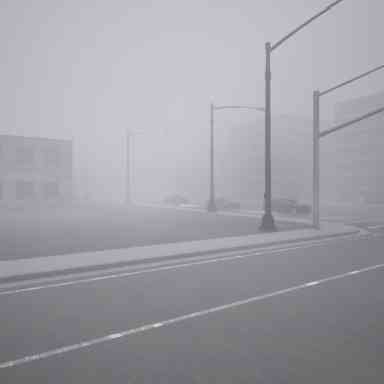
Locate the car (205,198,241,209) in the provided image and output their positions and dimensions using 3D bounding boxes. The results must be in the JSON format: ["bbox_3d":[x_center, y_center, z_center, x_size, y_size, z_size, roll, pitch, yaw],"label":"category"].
[{"bbox_3d":[3.682,1.330,39.792,1.895,1.301,4.718,0,1,-34],"label":"car"}]

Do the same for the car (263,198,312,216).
[{"bbox_3d":[9.063,1.345,31.978,1.882,1.535,5.008,0,1,-35],"label":"car"}]

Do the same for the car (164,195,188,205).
[{"bbox_3d":[-2.311,1.107,48.550,1.994,1.385,4.181,0,1,-35],"label":"car"}]
